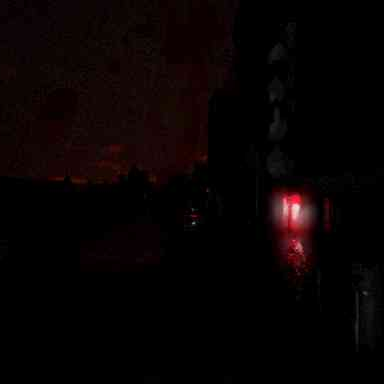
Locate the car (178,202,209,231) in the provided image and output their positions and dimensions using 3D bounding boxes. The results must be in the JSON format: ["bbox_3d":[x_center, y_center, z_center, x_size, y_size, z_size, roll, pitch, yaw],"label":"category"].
[{"bbox_3d":[0.107,1.689,22.350,2.128,1.511,4.902,0,-1,0],"label":"car"}]
